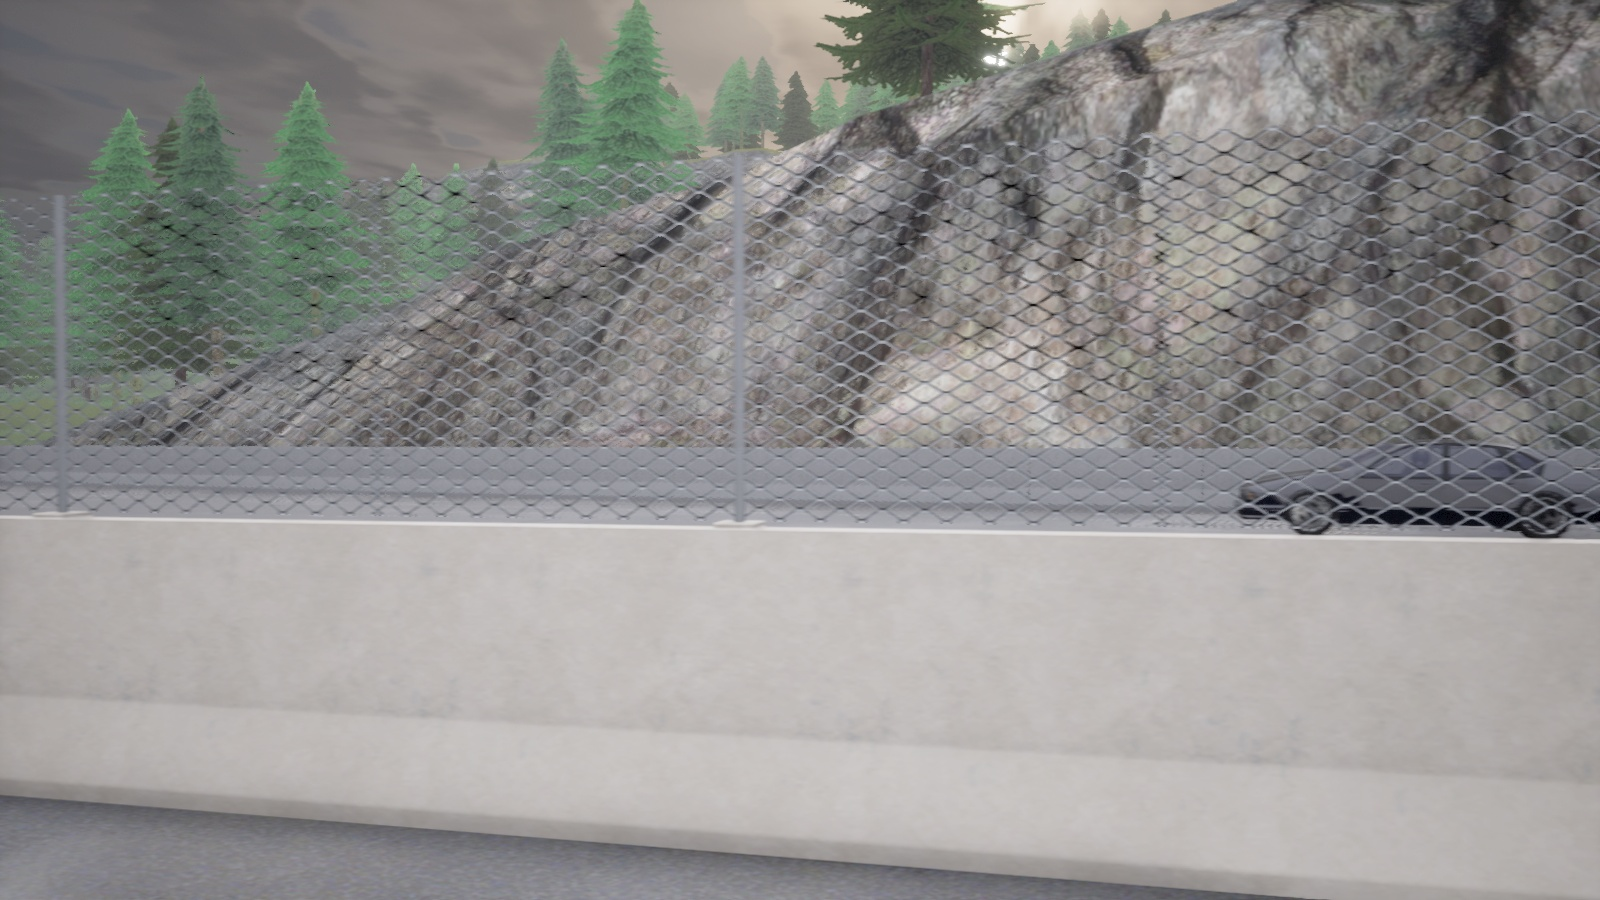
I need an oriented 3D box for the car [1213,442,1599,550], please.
[{"bbox_3d":[8.949,0.616,18.622,5.357,1.411,2.033,1,1,18],"label":"car"}]
